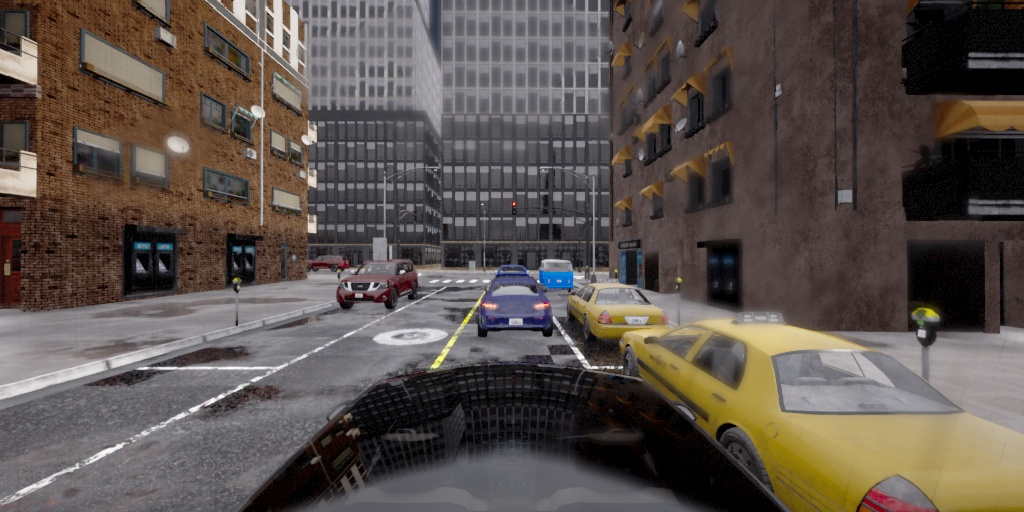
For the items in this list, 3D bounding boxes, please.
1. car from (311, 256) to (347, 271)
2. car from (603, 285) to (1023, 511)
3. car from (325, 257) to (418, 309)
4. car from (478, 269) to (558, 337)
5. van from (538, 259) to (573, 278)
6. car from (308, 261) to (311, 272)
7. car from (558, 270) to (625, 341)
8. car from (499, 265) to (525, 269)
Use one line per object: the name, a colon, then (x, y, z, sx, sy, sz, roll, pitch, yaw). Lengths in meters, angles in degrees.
car: (-21.095, 0.862, 40.581, 5.009, 1.841, 2.192, 0, 0, -1)
car: (2.565, 1.275, 4.005, 1.751, 1.417, 4.829, 0, 0, 0)
car: (-5.379, 1.067, 15.070, 2.192, 1.841, 5.009, 0, 0, 0)
car: (0.061, 1.277, 10.163, 1.812, 1.442, 4.674, 0, 0, -1)
van: (2.468, 1.095, 20.755, 1.690, 1.789, 3.998, 0, 0, 0)
car: (-21.007, 1.083, 32.442, 4.207, 1.307, 1.802, 0, 0, -1)
car: (2.532, 1.277, 9.645, 1.751, 1.417, 4.829, 0, 0, 0)
car: (0.007, 1.232, 20.424, 1.882, 1.535, 5.008, 0, 0, 0)
